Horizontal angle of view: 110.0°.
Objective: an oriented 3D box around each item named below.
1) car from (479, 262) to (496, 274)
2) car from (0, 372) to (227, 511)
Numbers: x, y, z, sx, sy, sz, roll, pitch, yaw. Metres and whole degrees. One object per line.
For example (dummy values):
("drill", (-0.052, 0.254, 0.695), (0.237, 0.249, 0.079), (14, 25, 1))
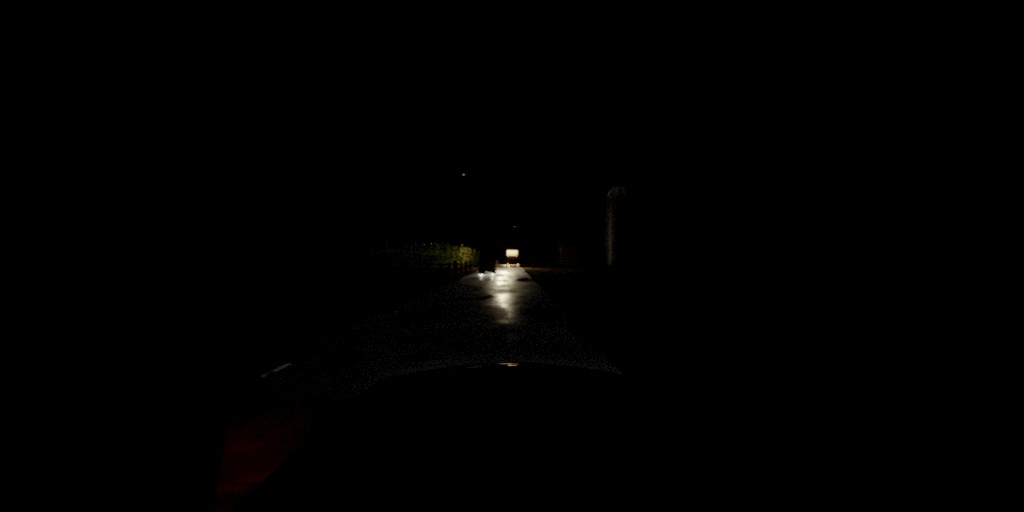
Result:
("car", (-2.845, 1.372, 42.398), (2.033, 1.411, 5.357), (0, 0, 0))
("car", (-2.848, 1.255, 0.390), (1.837, 1.490, 4.892), (0, 0, 0))
